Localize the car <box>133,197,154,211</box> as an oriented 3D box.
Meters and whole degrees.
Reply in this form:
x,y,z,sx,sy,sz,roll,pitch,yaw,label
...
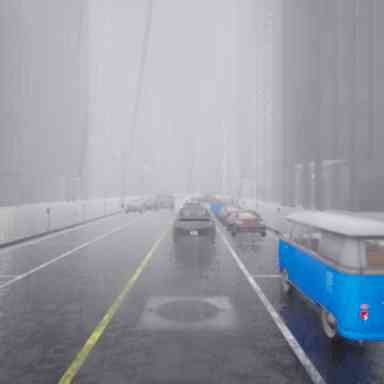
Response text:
x,y,z,sx,sy,sz,roll,pitch,yaw,label
-5.762,1.371,40.215,1.967,1.590,4.097,0,0,0,car

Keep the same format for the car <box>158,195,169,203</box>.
x,y,z,sx,sy,sz,roll,pitch,yaw,label
-5.762,1.432,68.603,1.887,1.381,4.507,0,0,0,car

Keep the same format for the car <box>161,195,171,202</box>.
x,y,z,sx,sy,sz,roll,pitch,yaw,label
-5.762,1.406,74.110,1.752,1.417,4.829,0,0,0,car

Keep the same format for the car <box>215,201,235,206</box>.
x,y,z,sx,sy,sz,roll,pitch,yaw,label
2.763,1.540,23.186,1.802,1.307,4.206,0,0,0,car

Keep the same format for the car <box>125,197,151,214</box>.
x,y,z,sx,sy,sz,roll,pitch,yaw,label
-5.762,1.491,34.538,2.008,1.369,4.403,0,0,0,car

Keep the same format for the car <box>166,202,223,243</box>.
x,y,z,sx,sy,sz,roll,pitch,yaw,label
0.092,1.461,15.910,2.128,1.511,4.902,0,0,0,car

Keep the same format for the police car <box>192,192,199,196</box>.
x,y,z,sx,sy,sz,roll,pitch,yaw,label
0.901,1.317,65.568,1.930,1.638,5.238,0,0,0,police car

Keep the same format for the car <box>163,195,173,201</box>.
x,y,z,sx,sy,sz,roll,pitch,yaw,label
-5.762,1.420,79.957,1.887,1.381,4.507,0,0,0,car

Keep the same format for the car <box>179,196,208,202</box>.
x,y,z,sx,sy,sz,roll,pitch,yaw,label
0.093,1.436,31.756,2.128,1.511,4.902,0,0,0,car

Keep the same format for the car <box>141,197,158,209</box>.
x,y,z,sx,sy,sz,roll,pitch,yaw,label
-5.762,1.447,45.723,1.752,1.417,4.829,0,0,0,car

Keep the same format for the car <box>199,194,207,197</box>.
x,y,z,sx,sy,sz,roll,pitch,yaw,label
2.763,1.219,57.250,2.192,1.841,5.009,0,0,0,car

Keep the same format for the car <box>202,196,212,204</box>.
x,y,z,sx,sy,sz,roll,pitch,yaw,label
2.763,1.420,63.099,1.752,1.417,4.829,0,0,0,car

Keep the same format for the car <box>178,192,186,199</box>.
x,y,z,sx,sy,sz,roll,pitch,yaw,label
-2.999,1.238,78.989,1.994,1.385,4.181,0,0,0,car

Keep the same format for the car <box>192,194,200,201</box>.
x,y,z,sx,sy,sz,roll,pitch,yaw,label
0.901,1.329,81.648,1.801,1.575,5.366,0,0,0,car

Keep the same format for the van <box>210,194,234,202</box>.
x,y,z,sx,sy,sz,roll,pitch,yaw,label
2.763,1.290,28.863,1.690,1.788,3.998,0,0,0,van

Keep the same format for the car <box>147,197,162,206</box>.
x,y,z,sx,sy,sz,roll,pitch,yaw,label
-5.762,1.479,51.571,1.947,1.339,4.313,0,0,0,car

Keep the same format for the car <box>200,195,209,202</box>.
x,y,z,sx,sy,sz,roll,pitch,yaw,label
2.763,1.426,74.284,1.887,1.381,4.507,0,0,0,car

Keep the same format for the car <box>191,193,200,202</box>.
x,y,z,sx,sy,sz,roll,pitch,yaw,label
0.767,1.231,75.413,2.097,1.767,4.553,0,0,-1,car

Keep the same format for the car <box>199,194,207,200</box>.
x,y,z,sx,sy,sz,roll,pitch,yaw,label
2.763,1.310,85.639,1.967,1.590,4.097,0,0,0,car

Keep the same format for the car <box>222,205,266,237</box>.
x,y,z,sx,sy,sz,roll,pitch,yaw,label
2.763,1.549,17.508,1.802,1.307,4.206,0,0,0,car

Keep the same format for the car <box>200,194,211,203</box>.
x,y,z,sx,sy,sz,roll,pitch,yaw,label
2.763,1.328,68.607,1.967,1.590,4.097,0,0,0,car

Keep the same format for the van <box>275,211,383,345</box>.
x,y,z,sx,sy,sz,roll,pitch,yaw,label
2.763,1.328,6.153,1.690,1.788,3.998,0,0,0,van

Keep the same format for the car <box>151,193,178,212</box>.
x,y,z,sx,sy,sz,roll,pitch,yaw,label
-3.097,1.154,37.977,2.150,2.045,5.566,0,0,0,car

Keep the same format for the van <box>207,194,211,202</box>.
x,y,z,sx,sy,sz,roll,pitch,yaw,label
2.763,1.281,34.541,1.690,1.788,3.998,0,0,0,van
